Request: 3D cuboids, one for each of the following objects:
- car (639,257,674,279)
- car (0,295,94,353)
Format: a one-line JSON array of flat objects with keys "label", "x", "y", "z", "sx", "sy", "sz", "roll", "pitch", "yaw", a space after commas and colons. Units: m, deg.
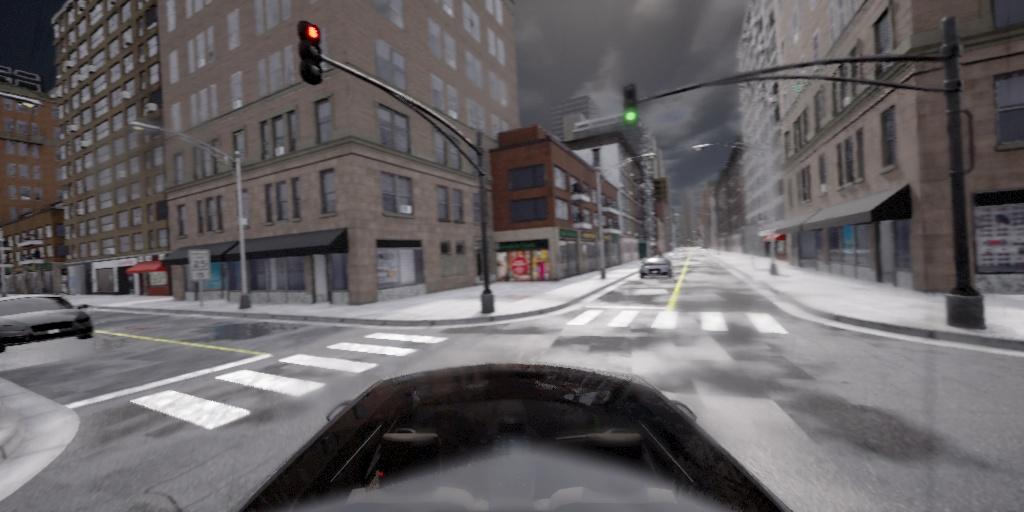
[{"label": "car", "x": 9.899, "y": 0.765, "z": 24.490, "sx": 1.994, "sy": 1.385, "sz": 4.181, "roll": -3, "pitch": 0, "yaw": 27}, {"label": "car", "x": -15.357, "y": 2.026, "z": 11.412, "sx": 4.892, "sy": 1.490, "sz": 1.837, "roll": -3, "pitch": 0, "yaw": 27}]
